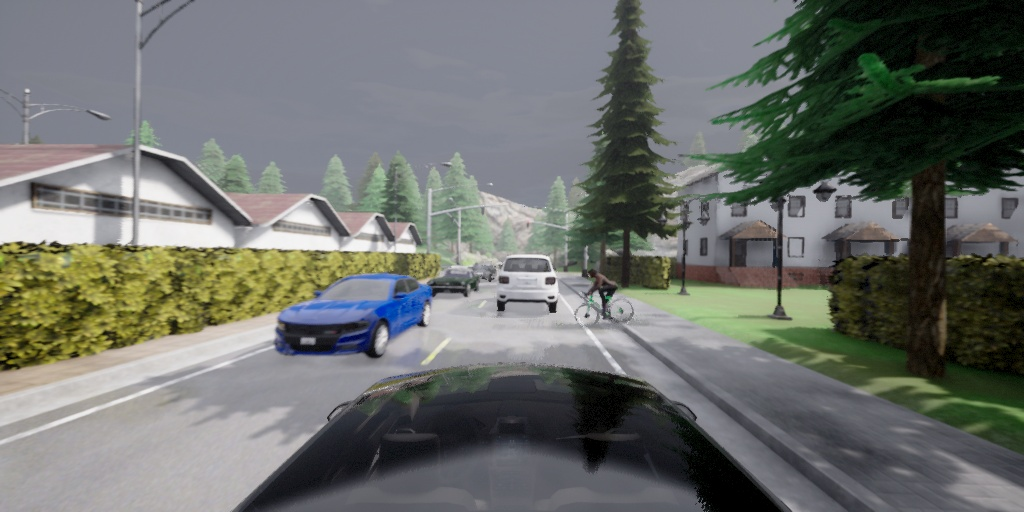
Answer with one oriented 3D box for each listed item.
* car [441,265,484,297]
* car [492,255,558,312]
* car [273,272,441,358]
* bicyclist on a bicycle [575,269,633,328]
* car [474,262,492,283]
[{"bbox_3d":[-2.857,1.315,18.566,1.895,1.301,4.718,1,0,3],"label":"car"},{"bbox_3d":[0.629,0.983,14.508,2.150,2.045,5.566,1,0,3],"label":"car"},{"bbox_3d":[-3.343,1.177,8.584,1.882,1.535,5.008,1,0,3],"label":"car"},{"bbox_3d":[2.514,1.155,10.067,1.656,1.620,0.582,-8,0,3],"label":"bicyclist on a bicycle"},{"bbox_3d":[-2.313,1.234,28.316,2.128,1.511,4.902,1,0,3],"label":"car"}]
